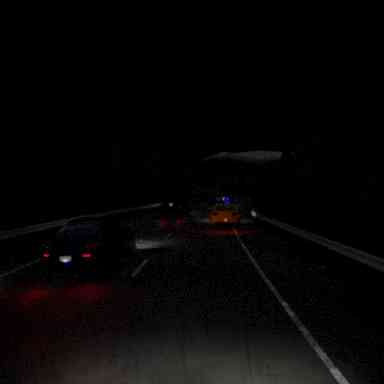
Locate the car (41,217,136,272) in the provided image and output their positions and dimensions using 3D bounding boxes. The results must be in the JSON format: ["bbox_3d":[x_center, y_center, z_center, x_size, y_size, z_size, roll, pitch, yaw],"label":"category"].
[{"bbox_3d":[-3.108,1.521,10.716,1.812,1.442,4.674,0,0,2],"label":"car"}]

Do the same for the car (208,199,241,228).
[{"bbox_3d":[2.171,1.476,22.033,1.882,1.535,5.008,0,0,5],"label":"car"}]

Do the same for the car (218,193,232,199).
[{"bbox_3d":[5.018,1.218,52.091,2.150,2.045,5.566,0,0,11],"label":"car"}]

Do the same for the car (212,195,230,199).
[{"bbox_3d":[3.127,1.488,40.837,2.128,1.511,4.902,0,0,10],"label":"car"}]

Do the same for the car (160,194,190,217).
[{"bbox_3d":[-1.501,1.215,31.428,2.150,2.045,5.566,0,0,7],"label":"car"}]
